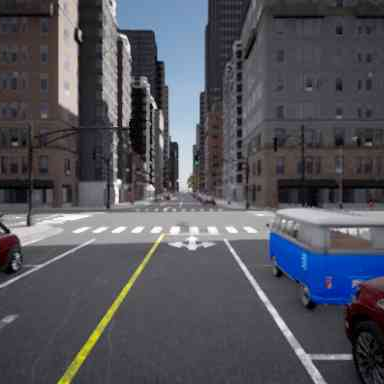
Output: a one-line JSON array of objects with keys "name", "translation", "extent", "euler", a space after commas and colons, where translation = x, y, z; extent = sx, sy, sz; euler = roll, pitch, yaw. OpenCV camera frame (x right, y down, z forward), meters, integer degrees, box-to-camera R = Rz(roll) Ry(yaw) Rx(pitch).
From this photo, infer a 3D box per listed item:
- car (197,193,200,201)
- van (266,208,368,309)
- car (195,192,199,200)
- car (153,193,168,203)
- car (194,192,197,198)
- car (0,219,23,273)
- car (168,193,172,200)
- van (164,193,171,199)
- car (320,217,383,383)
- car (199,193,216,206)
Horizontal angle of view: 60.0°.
[{"name": "car", "translation": [2.369, 1.366, 62.722], "extent": [1.802, 1.307, 4.206], "euler": [0, 0, -1]}, {"name": "van", "translation": [2.864, 1.310, 7.524], "extent": [1.690, 1.788, 3.998], "euler": [0, 0, 0]}, {"name": "car", "translation": [2.128, 1.338, 74.025], "extent": [1.802, 1.307, 4.206], "euler": [0, 0, -1]}, {"name": "car", "translation": [-6.155, 1.225, 62.549], "extent": [1.967, 1.590, 4.097], "euler": [0, 0, -1]}, {"name": "car", "translation": [2.007, 1.296, 79.679], "extent": [1.887, 1.381, 4.507], "euler": [0, 0, -1]}, {"name": "car", "translation": [-5.662, 1.410, 7.525], "extent": [1.967, 1.590, 4.097], "euler": [0, 0, 0]}, {"name": "car", "translation": [-6.517, 1.067, 79.510], "extent": [2.192, 1.841, 5.009], "euler": [0, 0, -1]}, {"name": "van", "translation": [-6.757, 1.090, 90.822], "extent": [1.690, 1.788, 3.998], "euler": [0, 0, -1]}, {"name": "car", "translation": [2.860, 1.306, 2.000], "extent": [2.192, 1.841, 5.009], "euler": [0, 0, 0]}, {"name": "car", "translation": [2.609, 1.258, 51.414], "extent": [1.967, 1.590, 4.097], "euler": [0, 0, -1]}]
